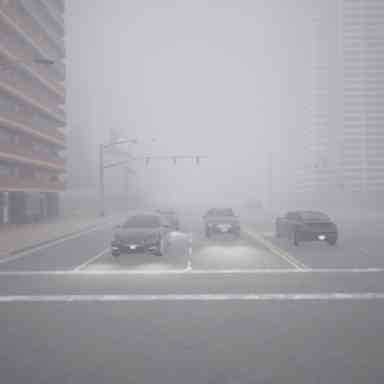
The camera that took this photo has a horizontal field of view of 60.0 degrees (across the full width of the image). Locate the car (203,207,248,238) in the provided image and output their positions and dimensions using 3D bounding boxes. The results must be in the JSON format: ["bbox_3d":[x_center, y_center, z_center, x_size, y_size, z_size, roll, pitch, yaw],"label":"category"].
[{"bbox_3d":[1.663,1.678,19.186,2.128,1.511,4.902,-1,-1,1],"label":"car"}]

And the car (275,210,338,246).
[{"bbox_3d":[5.319,1.618,15.976,1.837,1.490,4.892,-1,-1,1],"label":"car"}]

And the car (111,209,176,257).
[{"bbox_3d":[-1.945,1.688,13.966,1.837,1.490,4.892,-1,-1,3],"label":"car"}]

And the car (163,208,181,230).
[{"bbox_3d":[-1.791,1.825,22.868,1.994,1.385,4.181,-1,-1,1],"label":"car"}]

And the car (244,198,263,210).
[{"bbox_3d":[9.073,1.722,49.531,2.097,1.767,4.553,-1,-1,1],"label":"car"}]
